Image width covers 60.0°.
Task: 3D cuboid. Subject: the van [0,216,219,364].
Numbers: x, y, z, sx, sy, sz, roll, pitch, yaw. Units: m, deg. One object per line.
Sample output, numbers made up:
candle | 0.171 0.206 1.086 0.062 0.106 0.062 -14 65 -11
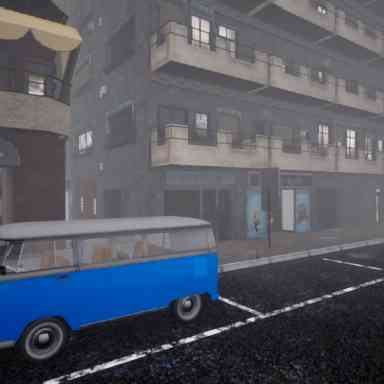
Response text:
van | -1.416 1.341 5.557 3.998 1.788 1.690 0 0 -35
